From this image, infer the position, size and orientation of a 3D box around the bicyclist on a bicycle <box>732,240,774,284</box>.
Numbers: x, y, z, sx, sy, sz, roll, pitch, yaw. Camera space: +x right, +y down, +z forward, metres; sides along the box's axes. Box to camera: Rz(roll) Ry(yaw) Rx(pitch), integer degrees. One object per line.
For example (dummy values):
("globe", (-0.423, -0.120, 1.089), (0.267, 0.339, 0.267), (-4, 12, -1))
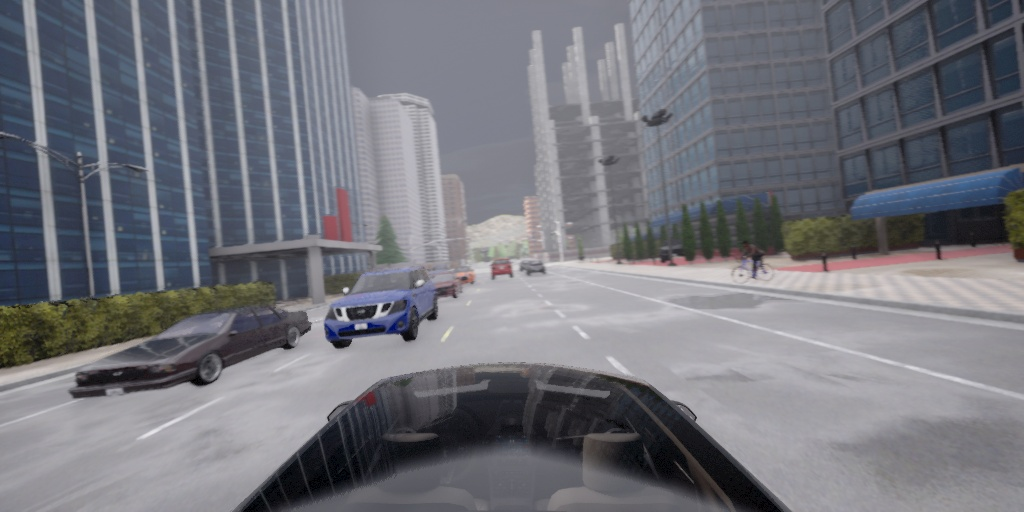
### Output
("bicyclist on a bicycle", (9.012, 0.217, 13.490), (1.656, 1.620, 0.582), (-6, 0, -2))

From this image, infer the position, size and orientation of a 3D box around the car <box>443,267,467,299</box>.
("car", (-4.140, 1.755, 21.978), (1.882, 1.535, 5.008), (-6, -1, -2))

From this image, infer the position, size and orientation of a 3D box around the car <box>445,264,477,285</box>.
("car", (-4.500, 1.731, 33.064), (2.097, 1.767, 4.553), (-6, 0, -2))

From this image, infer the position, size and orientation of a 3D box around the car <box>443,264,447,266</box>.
("car", (-8.213, 2.019, 41.475), (2.150, 2.045, 5.566), (-6, -1, -2))

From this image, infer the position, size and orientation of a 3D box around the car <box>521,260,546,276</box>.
("car", (2.445, 1.207, 37.825), (2.128, 1.511, 4.902), (-6, 0, -1))

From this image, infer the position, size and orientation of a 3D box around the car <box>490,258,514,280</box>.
("car", (-1.047, 1.279, 37.148), (2.150, 2.045, 5.566), (-6, 0, -2))

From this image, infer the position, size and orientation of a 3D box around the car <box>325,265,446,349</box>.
("car", (-3.821, 1.405, 11.546), (2.150, 2.045, 5.566), (-6, 0, -2))

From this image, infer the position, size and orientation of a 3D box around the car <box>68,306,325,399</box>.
("car", (-7.191, 2.053, 9.039), (2.033, 1.411, 5.357), (-6, 0, -2))
